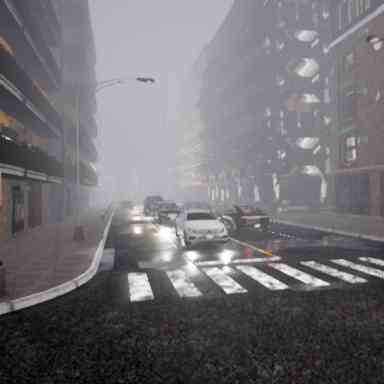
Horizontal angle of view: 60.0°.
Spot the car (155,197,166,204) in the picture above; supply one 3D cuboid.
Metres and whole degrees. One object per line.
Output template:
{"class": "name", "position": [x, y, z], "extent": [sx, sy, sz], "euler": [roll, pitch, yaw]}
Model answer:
{"class": "car", "position": [-7.455, 1.945, 78.484], "extent": [1.887, 1.381, 4.507], "euler": [-1, 0, -12]}

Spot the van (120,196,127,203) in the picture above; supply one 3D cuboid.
{"class": "van", "position": [-18.070, 1.954, 87.774], "extent": [1.690, 1.788, 3.998], "euler": [-1, 0, -12]}

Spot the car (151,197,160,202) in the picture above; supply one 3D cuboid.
{"class": "car", "position": [-9.876, 2.070, 89.545], "extent": [1.802, 1.307, 4.206], "euler": [-1, 0, -12]}

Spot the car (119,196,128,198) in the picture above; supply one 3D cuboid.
{"class": "car", "position": [-14.437, 1.799, 71.181], "extent": [2.192, 1.841, 5.009], "euler": [-1, 0, -12]}

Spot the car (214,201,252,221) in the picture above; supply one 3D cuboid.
{"class": "car", "position": [3.406, 1.564, 28.871], "extent": [1.752, 1.417, 4.829], "euler": [-1, 0, -12]}

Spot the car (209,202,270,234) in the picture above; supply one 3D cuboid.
{"class": "car", "position": [2.817, 1.514, 19.371], "extent": [2.128, 1.511, 4.902], "euler": [-1, 0, -12]}

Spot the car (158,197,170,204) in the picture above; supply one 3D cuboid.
{"class": "car", "position": [-6.243, 1.910, 72.952], "extent": [2.008, 1.369, 4.403], "euler": [-1, 0, -12]}

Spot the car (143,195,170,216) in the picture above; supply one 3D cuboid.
{"class": "car", "position": [-4.113, 1.404, 36.179], "extent": [2.150, 2.045, 5.566], "euler": [-1, 0, -12]}

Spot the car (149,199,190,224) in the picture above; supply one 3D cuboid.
{"class": "car", "position": [-1.869, 1.605, 25.899], "extent": [2.128, 1.511, 4.902], "euler": [-1, 0, -12]}

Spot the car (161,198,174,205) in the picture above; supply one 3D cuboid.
{"class": "car", "position": [-5.033, 1.869, 67.421], "extent": [2.008, 1.369, 4.403], "euler": [-1, 0, -12]}

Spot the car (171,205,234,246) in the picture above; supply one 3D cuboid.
{"class": "car", "position": [0.303, 1.580, 15.979], "extent": [1.812, 1.442, 4.674], "euler": [-1, 0, -11]}

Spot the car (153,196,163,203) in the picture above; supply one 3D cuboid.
{"class": "car", "position": [-8.667, 1.884, 84.013], "extent": [1.967, 1.590, 4.097], "euler": [-1, 0, -12]}

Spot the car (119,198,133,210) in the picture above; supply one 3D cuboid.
{"class": "car", "position": [-9.590, 1.901, 49.054], "extent": [1.802, 1.307, 4.206], "euler": [-1, 0, -12]}

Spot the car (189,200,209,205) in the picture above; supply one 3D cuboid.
{"class": "car", "position": [1.021, 1.658, 39.765], "extent": [1.887, 1.381, 4.507], "euler": [-1, 0, -12]}

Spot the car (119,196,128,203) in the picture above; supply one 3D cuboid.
{"class": "car", "position": [-19.281, 1.978, 93.303], "extent": [2.192, 1.841, 5.009], "euler": [-1, 0, -12]}

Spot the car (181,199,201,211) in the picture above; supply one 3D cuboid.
{"class": "car", "position": [-0.189, 1.698, 45.296], "extent": [1.887, 1.381, 4.507], "euler": [-1, 0, -12]}
